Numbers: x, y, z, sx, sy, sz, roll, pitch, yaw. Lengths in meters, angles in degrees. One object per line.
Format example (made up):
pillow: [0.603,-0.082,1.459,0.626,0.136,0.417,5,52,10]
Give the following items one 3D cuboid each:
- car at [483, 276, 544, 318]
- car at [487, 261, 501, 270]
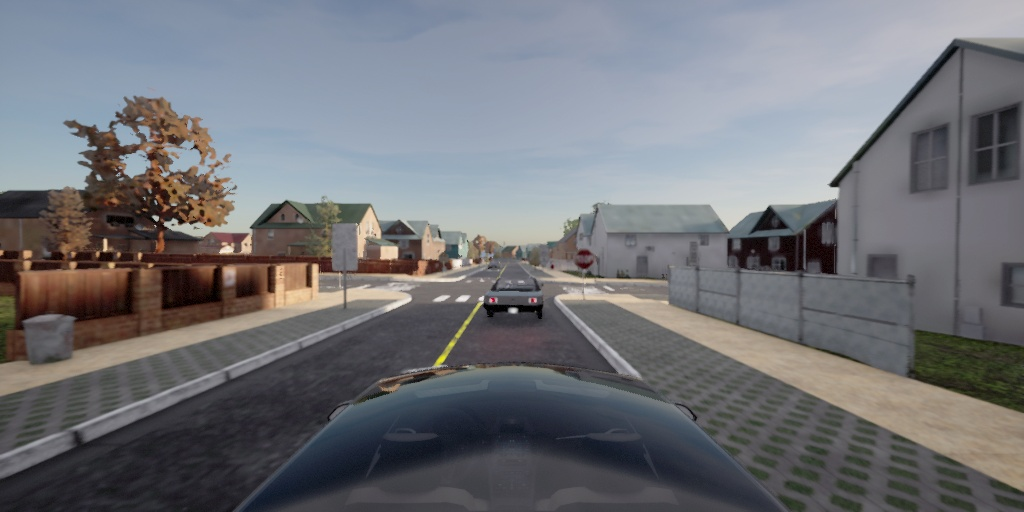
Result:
car: [0.234,1.386,13.121,1.895,1.301,4.718,0,0,5]
car: [-2.800,1.482,56.650,1.994,1.385,4.181,0,0,0]
